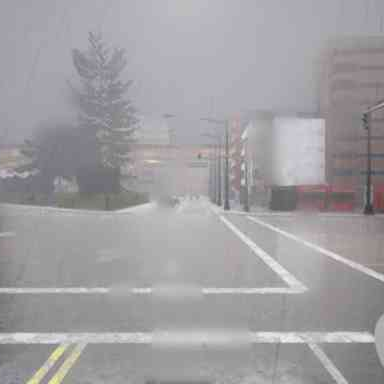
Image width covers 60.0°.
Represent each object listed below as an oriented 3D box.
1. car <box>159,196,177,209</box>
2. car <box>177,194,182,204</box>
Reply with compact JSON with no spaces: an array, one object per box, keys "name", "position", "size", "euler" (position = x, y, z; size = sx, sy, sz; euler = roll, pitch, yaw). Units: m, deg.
[{"name":"car","position":[-3.437,1.446,45.512],"size":[1.882,1.535,5.008],"euler":[0,0,0]},{"name":"car","position":[-3.351,1.559,60.878],"size":[1.895,1.301,4.718],"euler":[0,0,1]}]
